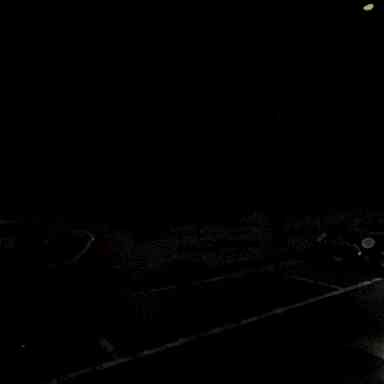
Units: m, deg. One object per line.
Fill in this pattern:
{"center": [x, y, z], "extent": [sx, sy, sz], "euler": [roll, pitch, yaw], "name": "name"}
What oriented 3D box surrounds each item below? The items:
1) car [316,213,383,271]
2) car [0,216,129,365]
{"center": [5.852, 1.421, 10.825], "extent": [4.097, 1.590, 1.967], "euler": [0, 0, -36], "name": "car"}
{"center": [-3.280, 1.316, 4.306], "extent": [5.009, 1.841, 2.192], "euler": [0, 0, -36], "name": "car"}
